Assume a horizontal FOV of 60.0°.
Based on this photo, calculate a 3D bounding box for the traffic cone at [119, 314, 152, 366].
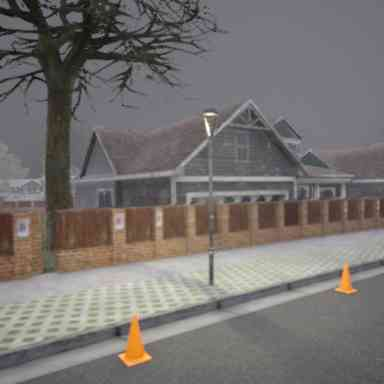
[{"bbox_3d":[-0.762,1.929,4.458,0.340,0.580,0.340,-1,1,-35],"label":"traffic cone"}]

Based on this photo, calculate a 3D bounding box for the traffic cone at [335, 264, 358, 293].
[{"bbox_3d":[3.390,1.872,7.315,0.340,0.580,0.340,-1,1,-34],"label":"traffic cone"}]
